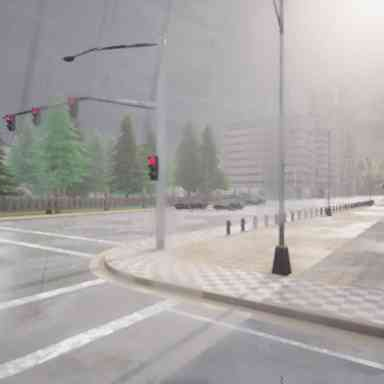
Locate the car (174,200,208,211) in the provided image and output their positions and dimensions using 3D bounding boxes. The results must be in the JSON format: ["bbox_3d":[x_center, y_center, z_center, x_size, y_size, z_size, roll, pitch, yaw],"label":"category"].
[{"bbox_3d":[-0.094,1.580,39.990,1.895,1.301,4.718,0,0,36],"label":"car"}]

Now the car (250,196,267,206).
[{"bbox_3d":[10.552,1.398,54.700,2.097,1.767,4.553,0,0,36],"label":"car"}]

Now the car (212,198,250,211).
[{"bbox_3d":[4.588,1.530,40.514,2.033,1.411,5.357,0,0,36],"label":"car"}]
